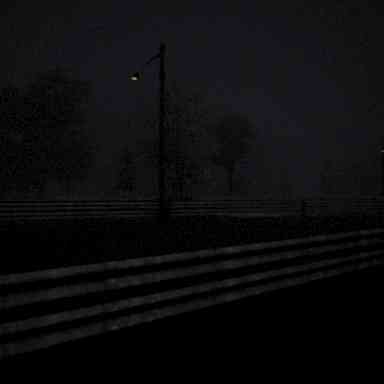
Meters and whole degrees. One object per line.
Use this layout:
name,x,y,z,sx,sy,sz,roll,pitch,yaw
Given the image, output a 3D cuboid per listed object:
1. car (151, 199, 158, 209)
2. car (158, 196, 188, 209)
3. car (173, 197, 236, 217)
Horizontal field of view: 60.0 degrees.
car,-1.631,1.178,32.866,4.892,1.490,1.837,0,0,-22
car,-0.206,1.174,29.667,4.892,1.490,1.837,0,0,-22
car,1.212,1.281,26.550,4.718,1.301,1.895,0,0,-22
